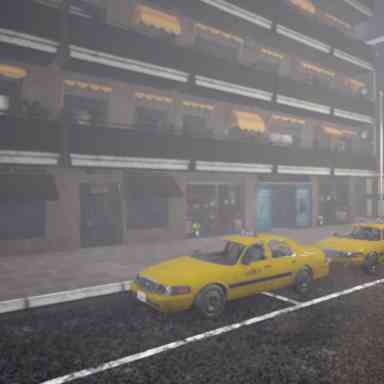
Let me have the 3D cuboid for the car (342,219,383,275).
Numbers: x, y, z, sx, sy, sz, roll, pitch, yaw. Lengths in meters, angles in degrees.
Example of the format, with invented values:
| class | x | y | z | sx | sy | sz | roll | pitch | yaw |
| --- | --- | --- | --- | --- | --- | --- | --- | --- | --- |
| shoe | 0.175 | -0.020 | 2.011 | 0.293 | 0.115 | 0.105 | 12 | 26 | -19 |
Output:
| class | x | y | z | sx | sy | sz | roll | pitch | yaw |
| --- | --- | --- | --- | --- | --- | --- | --- | --- | --- |
| car | 5.675 | 1.577 | 10.619 | 4.829 | 1.417 | 1.752 | 0 | -1 | -35 |

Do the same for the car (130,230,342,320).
| class | x | y | z | sx | sy | sz | roll | pitch | yaw |
| --- | --- | --- | --- | --- | --- | --- | --- | --- | --- |
| car | 1.063 | 1.550 | 7.331 | 4.829 | 1.417 | 1.752 | 0 | -1 | -35 |
